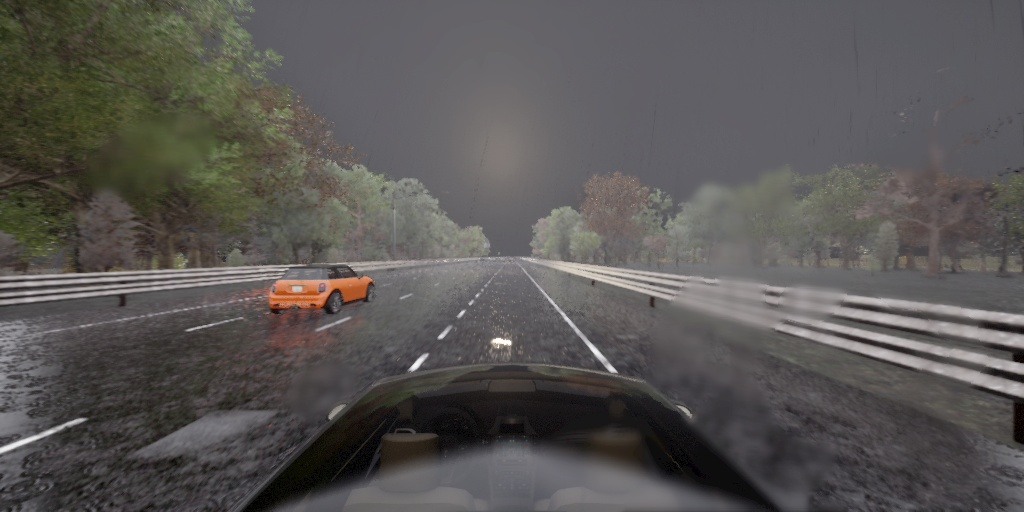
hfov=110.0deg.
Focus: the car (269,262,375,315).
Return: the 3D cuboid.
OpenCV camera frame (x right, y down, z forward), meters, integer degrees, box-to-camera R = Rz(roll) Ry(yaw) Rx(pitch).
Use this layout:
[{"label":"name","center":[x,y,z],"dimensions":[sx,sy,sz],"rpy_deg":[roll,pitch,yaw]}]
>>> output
[{"label":"car","center":[-6.992,1.093,13.789],"dimensions":[2.097,1.767,4.553],"rpy_deg":[0,0,0]}]
